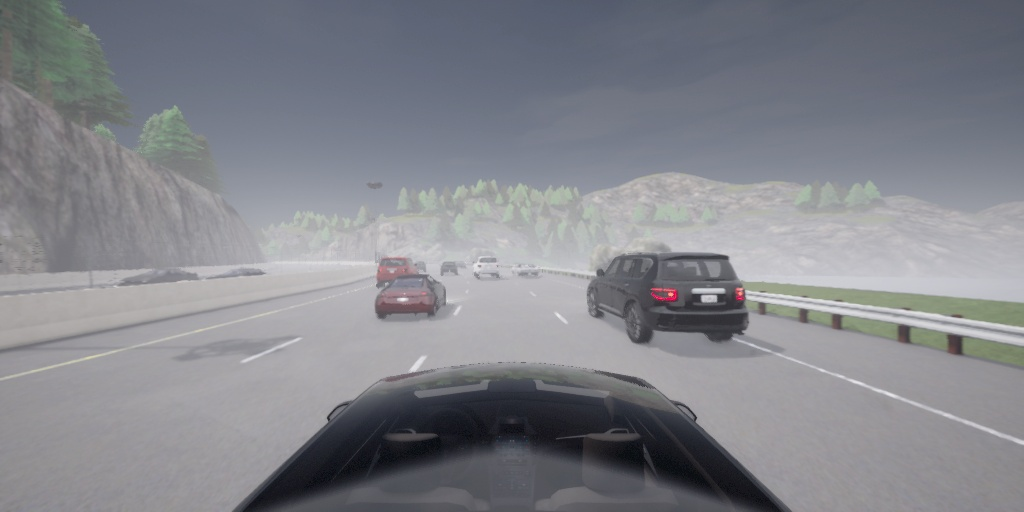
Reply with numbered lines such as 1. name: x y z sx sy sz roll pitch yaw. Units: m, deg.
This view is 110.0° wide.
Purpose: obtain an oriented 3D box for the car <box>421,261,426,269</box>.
1. car: -13.571 1.477 52.341 1.837 1.490 4.892 1 0 -16

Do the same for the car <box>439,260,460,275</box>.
1. car: -7.475 1.390 42.143 1.837 1.490 4.892 0 0 -13

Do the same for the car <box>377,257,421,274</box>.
1. car: -8.069 1.097 25.559 2.150 2.045 5.566 0 0 -8

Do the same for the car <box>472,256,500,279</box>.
1. car: -2.505 1.037 34.223 2.150 2.045 5.566 0 0 -10

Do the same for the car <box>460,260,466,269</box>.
1. car: -9.211 1.474 61.899 2.033 1.411 5.357 -1 0 -18

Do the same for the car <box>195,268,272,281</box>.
1. car: -19.033 1.561 25.292 2.033 1.411 5.357 -1 0 -7

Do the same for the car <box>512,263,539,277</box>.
1. car: 1.224 1.370 35.879 1.895 1.301 4.718 -1 0 -11

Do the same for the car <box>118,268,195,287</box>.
1. car: -26.286 1.654 27.059 2.033 1.411 5.357 -1 0 -8

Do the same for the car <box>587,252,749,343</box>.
1. car: 3.708 0.933 9.696 2.150 2.045 5.566 0 0 -3

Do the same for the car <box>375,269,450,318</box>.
1. car: -3.649 1.372 13.491 1.994 1.385 4.181 -1 0 -4
